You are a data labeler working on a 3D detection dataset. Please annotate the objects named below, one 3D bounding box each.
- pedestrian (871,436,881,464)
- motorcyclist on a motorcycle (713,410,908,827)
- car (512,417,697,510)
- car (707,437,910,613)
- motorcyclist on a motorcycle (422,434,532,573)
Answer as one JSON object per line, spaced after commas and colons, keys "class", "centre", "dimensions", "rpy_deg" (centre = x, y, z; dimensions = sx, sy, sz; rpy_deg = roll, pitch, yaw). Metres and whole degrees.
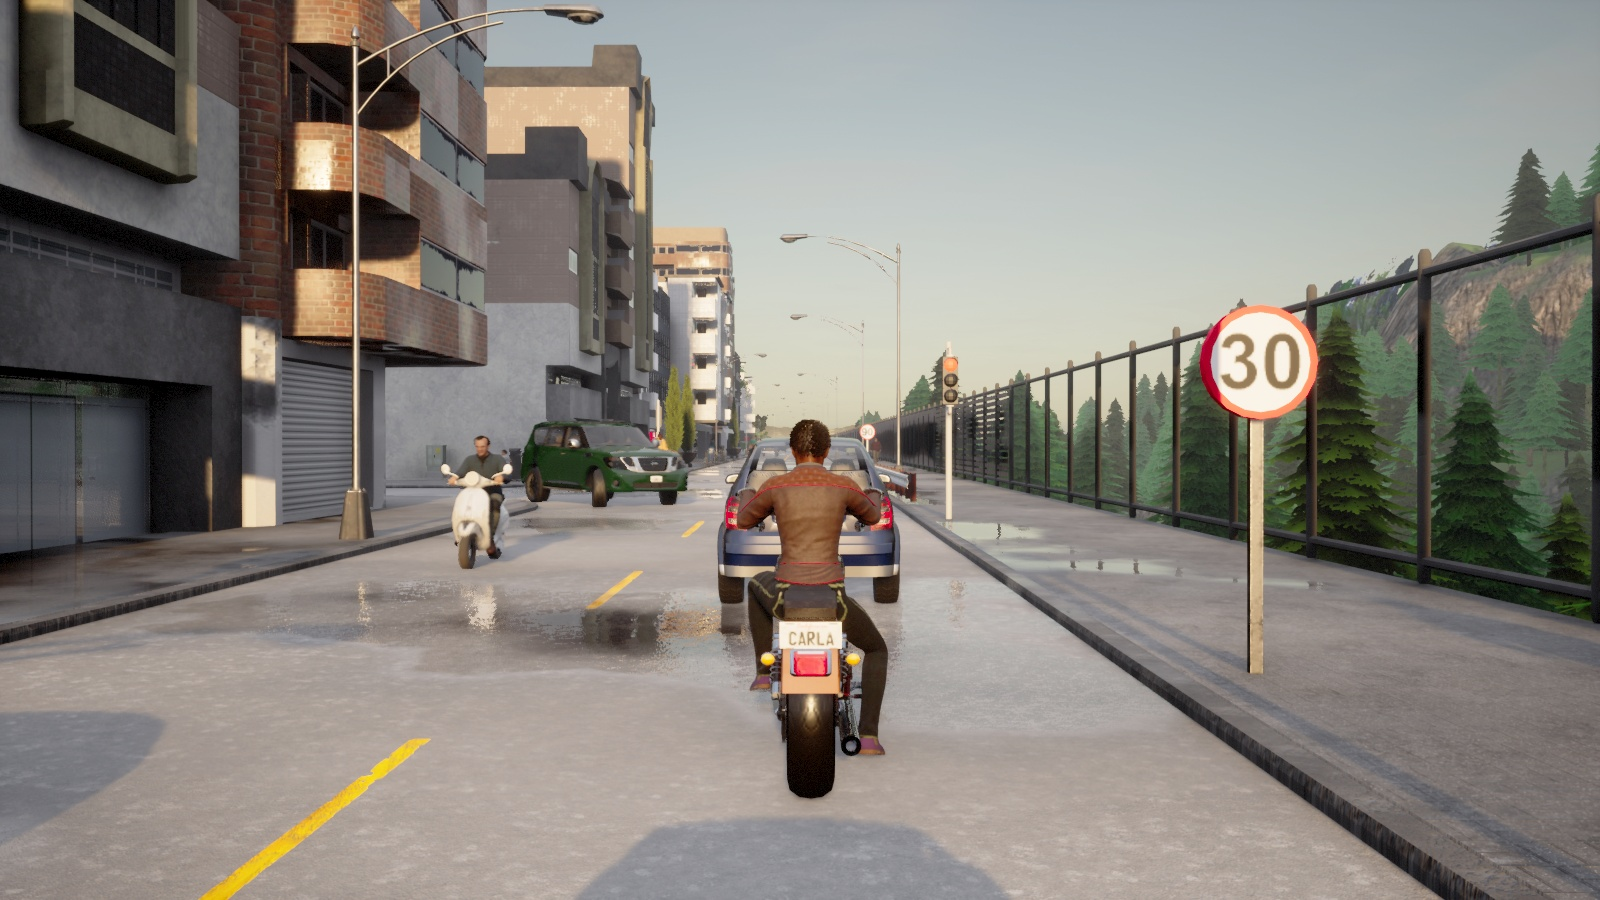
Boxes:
{"class": "pedestrian", "centre": [5.019, -0.009, 83.187], "dimensions": [0.634, 1.844, 0.899], "rpy_deg": [0, 0, 2]}
{"class": "motorcyclist on a motorcycle", "centre": [0.048, 0.662, 6.134], "dimensions": [0.766, 1.649, 2.350], "rpy_deg": [0, 0, 0]}
{"class": "car", "centre": [-4.894, 0.288, 30.714], "dimensions": [2.150, 2.045, 5.566], "rpy_deg": [0, 0, -36]}
{"class": "car", "centre": [0.085, 0.652, 12.913], "dimensions": [1.789, 1.549, 3.705], "rpy_deg": [0, 0, 0]}
{"class": "motorcyclist on a motorcycle", "centre": [-3.909, 0.610, 15.348], "dimensions": [0.866, 1.590, 1.817], "rpy_deg": [0, 0, 0]}
